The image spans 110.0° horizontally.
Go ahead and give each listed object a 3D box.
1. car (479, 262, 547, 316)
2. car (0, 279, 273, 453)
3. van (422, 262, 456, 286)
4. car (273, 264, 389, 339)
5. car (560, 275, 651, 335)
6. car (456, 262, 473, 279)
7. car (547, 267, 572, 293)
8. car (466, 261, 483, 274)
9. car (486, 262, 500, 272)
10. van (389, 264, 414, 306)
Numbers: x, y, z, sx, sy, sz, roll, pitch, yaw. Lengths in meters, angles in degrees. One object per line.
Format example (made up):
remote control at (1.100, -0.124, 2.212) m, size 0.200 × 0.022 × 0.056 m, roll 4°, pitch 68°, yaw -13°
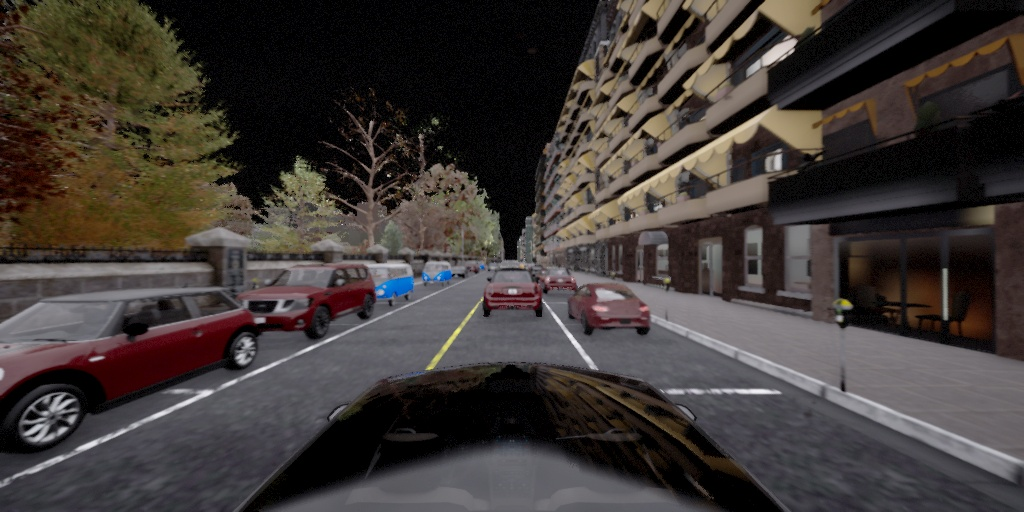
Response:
car at (0.046, 1.229, 14.177) m, size 2.097 × 1.767 × 4.553 m, roll 0°, pitch -1°, yaw 1°
car at (-5.689, 1.223, 4.947) m, size 1.967 × 1.591 × 4.097 m, roll 0°, pitch 0°, yaw 0°
van at (-5.686, 1.354, 27.468) m, size 1.690 × 1.789 × 3.998 m, roll 0°, pitch 0°, yaw 0°
car at (-5.688, 1.155, 10.577) m, size 2.192 × 1.841 × 5.009 m, roll 0°, pitch 0°, yaw 0°
car at (2.692, 1.422, 10.576) m, size 1.802 × 1.307 × 4.207 m, roll 0°, pitch 0°, yaw 0°
car at (-5.685, 1.696, 38.728) m, size 1.948 × 1.339 × 4.313 m, roll 0°, pitch 0°, yaw 0°
car at (2.694, 1.395, 21.837) m, size 1.967 × 1.591 × 4.097 m, roll 0°, pitch 0°, yaw 0°
car at (-5.682, 1.564, 49.987) m, size 2.192 × 1.841 × 5.009 m, roll 0°, pitch 0°, yaw 0°
car at (-3.055, 1.837, 58.729) m, size 2.128 × 1.511 × 4.902 m, roll 0°, pitch -1°, yaw 0°
van at (-5.687, 1.239, 16.208) m, size 1.690 × 1.789 × 3.998 m, roll 0°, pitch 0°, yaw 0°
